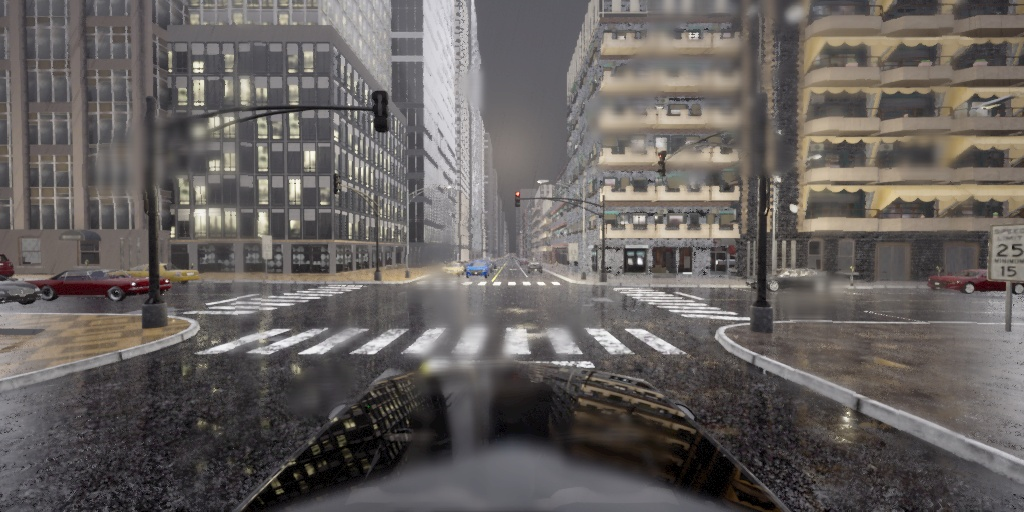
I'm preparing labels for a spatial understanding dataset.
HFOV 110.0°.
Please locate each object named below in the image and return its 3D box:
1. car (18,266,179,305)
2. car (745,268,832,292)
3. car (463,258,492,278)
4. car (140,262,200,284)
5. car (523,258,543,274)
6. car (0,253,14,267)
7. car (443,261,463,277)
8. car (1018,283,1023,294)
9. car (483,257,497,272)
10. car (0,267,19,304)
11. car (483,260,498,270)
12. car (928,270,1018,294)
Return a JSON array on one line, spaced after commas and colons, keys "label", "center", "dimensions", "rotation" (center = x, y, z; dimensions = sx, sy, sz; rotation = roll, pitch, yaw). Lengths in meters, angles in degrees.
[{"label": "car", "center": [-18.052, 1.231, 15.833], "dimensions": [4.718, 1.301, 1.895], "rotation": [0, 1, 1]}, {"label": "car", "center": [16.270, 1.376, 21.218], "dimensions": [4.403, 1.370, 2.007], "rotation": [0, 0, 1]}, {"label": "car", "center": [-3.155, 1.218, 33.627], "dimensions": [1.882, 1.535, 5.008], "rotation": [0, 0, -1]}, {"label": "car", "center": [-21.707, 1.029, 21.641], "dimensions": [4.829, 1.417, 1.751], "rotation": [0, 0, 1]}, {"label": "car", "center": [2.610, 1.289, 41.662], "dimensions": [2.007, 1.370, 4.403], "rotation": [0, 0, 0]}, {"label": "car", "center": [-33.654, 0.712, 21.822], "dimensions": [5.009, 1.841, 2.192], "rotation": [0, 0, 1]}, {"label": "car", "center": [-5.759, 1.265, 35.821], "dimensions": [1.751, 1.417, 4.829], "rotation": [0, 0, 0]}, {"label": "car", "center": [21.694, 1.576, 12.773], "dimensions": [4.313, 1.339, 1.948], "rotation": [0, 0, 1]}, {"label": "car", "center": [-3.174, 1.230, 43.318], "dimensions": [2.128, 1.511, 4.902], "rotation": [0, 0, 0]}, {"label": "car", "center": [-20.310, 1.204, 13.310], "dimensions": [4.403, 1.370, 2.007], "rotation": [0, 0, 1]}, {"label": "car", "center": [-3.192, 1.337, 53.608], "dimensions": [1.895, 1.301, 4.718], "rotation": [0, 0, 0]}, {"label": "car", "center": [27.336, 1.462, 21.085], "dimensions": [4.507, 1.381, 1.888], "rotation": [0, 0, 1]}]
